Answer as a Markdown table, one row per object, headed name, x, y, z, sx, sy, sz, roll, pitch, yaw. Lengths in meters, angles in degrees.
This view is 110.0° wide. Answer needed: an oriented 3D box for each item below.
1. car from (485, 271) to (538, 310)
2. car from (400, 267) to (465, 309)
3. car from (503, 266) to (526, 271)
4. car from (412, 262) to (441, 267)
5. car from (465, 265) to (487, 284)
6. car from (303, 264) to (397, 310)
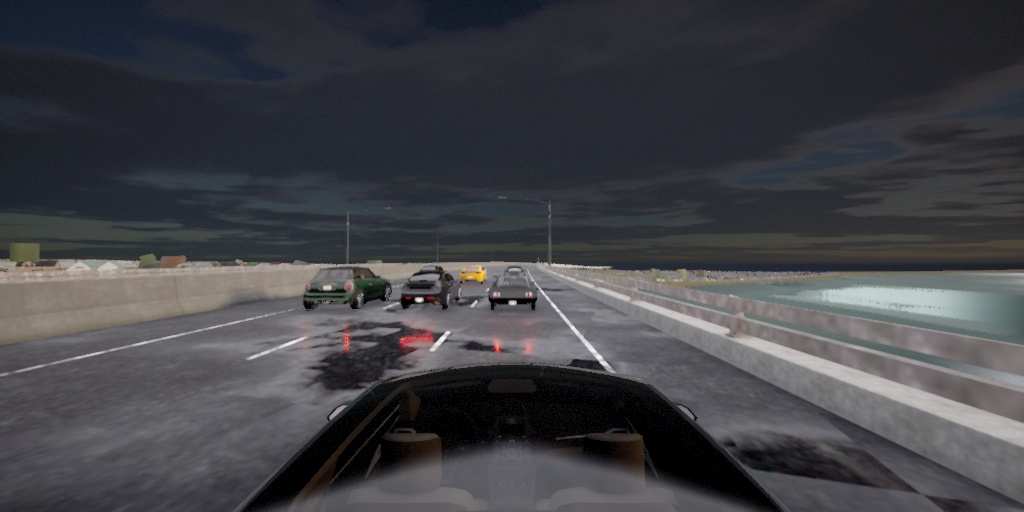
| name | x | y | z | sx | sy | sz | roll | pitch | yaw |
| --- | --- | --- | --- | --- | --- | --- | --- | --- | --- |
| car | 0.053 | 1.492 | 15.616 | 1.895 | 1.301 | 4.718 | 0 | -1 | 1 |
| car | -3.443 | 1.402 | 15.832 | 1.837 | 1.490 | 4.892 | 0 | 0 | 1 |
| car | 0.244 | 1.585 | 30.771 | 1.812 | 1.442 | 4.674 | 0 | 0 | 1 |
| car | -6.757 | 1.569 | 30.816 | 1.837 | 1.490 | 4.892 | 0 | 0 | 1 |
| car | -3.252 | 1.539 | 30.938 | 1.882 | 1.535 | 5.008 | 0 | 0 | 1 |
| car | -6.944 | 1.242 | 15.643 | 2.097 | 1.767 | 4.553 | 0 | -1 | 0 |
